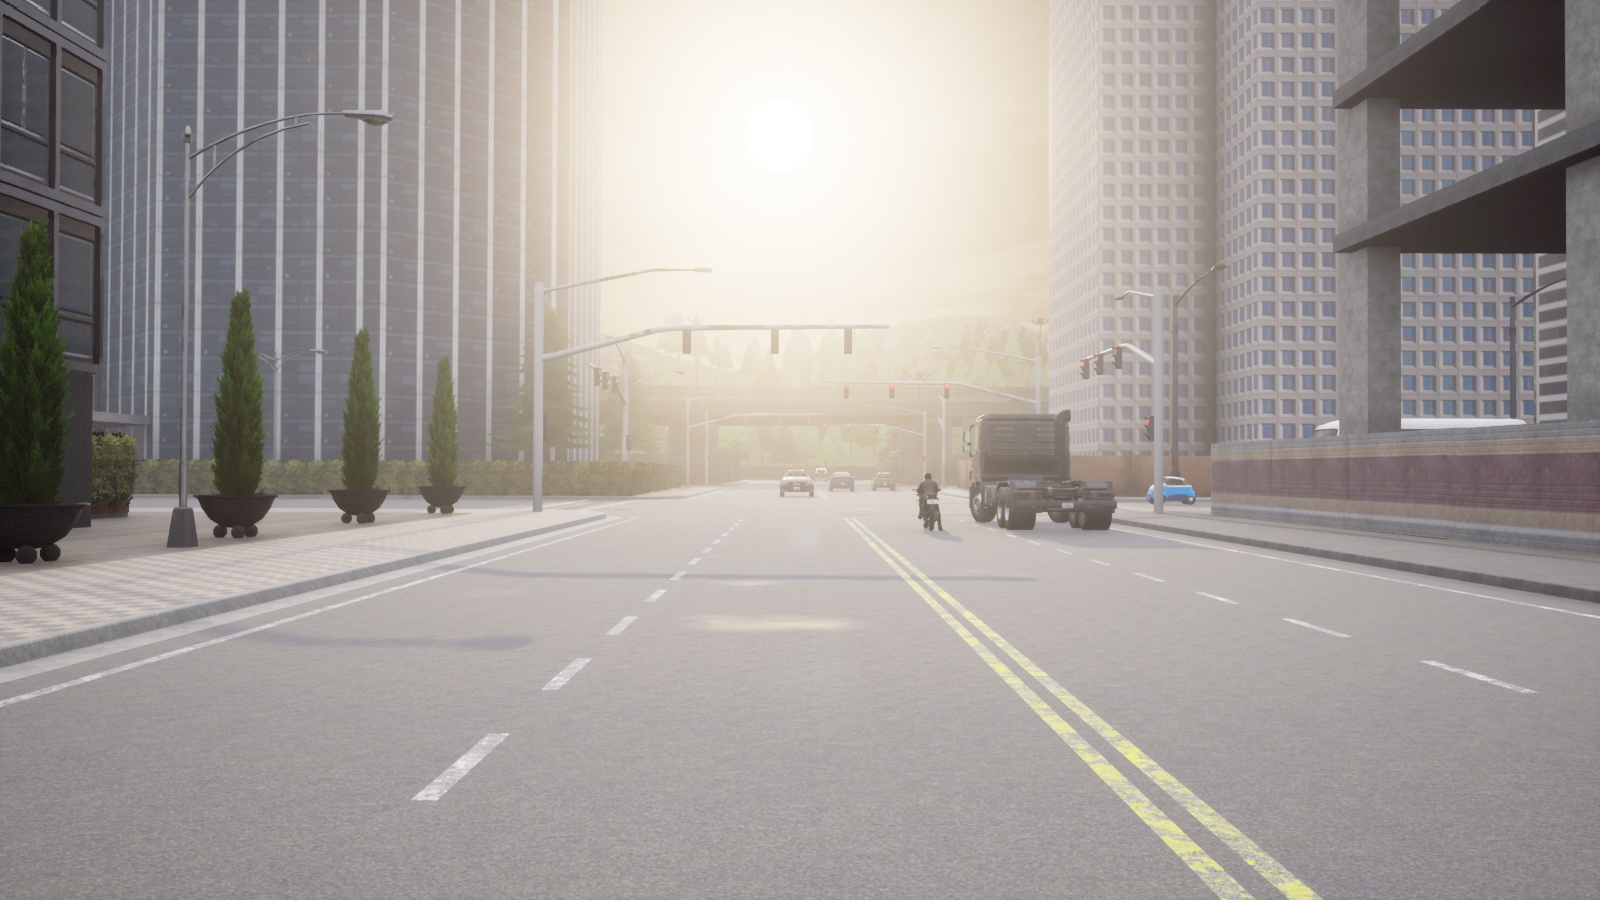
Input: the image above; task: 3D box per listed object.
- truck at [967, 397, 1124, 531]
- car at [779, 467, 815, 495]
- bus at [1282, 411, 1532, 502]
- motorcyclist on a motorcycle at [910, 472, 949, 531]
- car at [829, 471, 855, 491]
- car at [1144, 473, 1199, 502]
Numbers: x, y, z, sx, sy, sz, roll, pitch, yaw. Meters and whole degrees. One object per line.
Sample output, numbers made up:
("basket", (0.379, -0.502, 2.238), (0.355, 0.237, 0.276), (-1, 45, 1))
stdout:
("truck", (6.892, 0.416, 36.473), (2.891, 3.462, 7.936), (0, -1, -1))
("car", (-0.183, 1.908, 78.435), (2.152, 1.651, 5.027), (0, -1, 0))
("bus", (29.482, 0.349, 61.421), (10.273, 4.253, 3.944), (0, -1, 0))
("motorcyclist on a motorcycle", (3.422, 1.341, 33.314), (0.797, 1.523, 2.044), (0, -1, 0))
("car", (3.270, 2.425, 98.267), (1.882, 1.535, 5.008), (0, -1, 0))
("car", (18.165, 1.826, 61.453), (2.207, 1.376, 1.481), (0, -1, 0))
